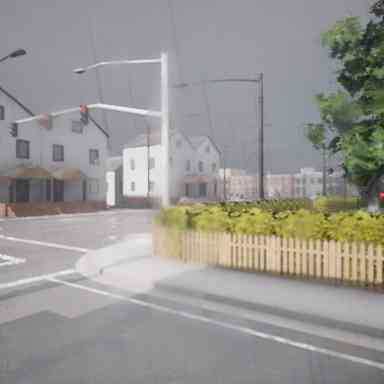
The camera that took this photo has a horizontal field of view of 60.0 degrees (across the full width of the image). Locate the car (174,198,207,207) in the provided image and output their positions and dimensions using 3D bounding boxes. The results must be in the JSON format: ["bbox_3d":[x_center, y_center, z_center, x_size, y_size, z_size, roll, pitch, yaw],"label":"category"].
[{"bbox_3d":[0.001,1.432,35.542,2.097,1.767,4.553,0,0,35],"label":"car"}]
